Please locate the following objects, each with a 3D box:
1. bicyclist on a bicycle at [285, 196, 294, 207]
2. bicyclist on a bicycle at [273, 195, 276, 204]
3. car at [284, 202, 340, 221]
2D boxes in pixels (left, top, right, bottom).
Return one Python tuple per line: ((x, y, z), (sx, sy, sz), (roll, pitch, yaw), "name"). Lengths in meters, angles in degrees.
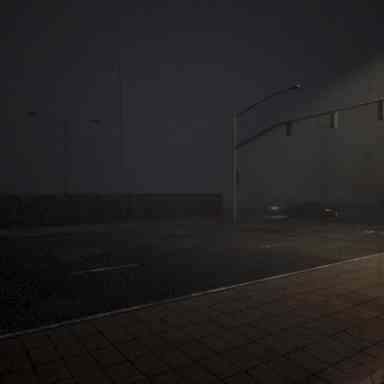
((14.378, 1.453, 49.104), (1.656, 1.620, 0.582), (0, 0, -22), "bicyclist on a bicycle")
((13.415, 1.300, 54.019), (0.582, 1.620, 1.656), (0, 0, 22), "bicyclist on a bicycle")
((9.865, 1.526, 27.654), (1.812, 1.442, 4.674), (0, 0, -36), "car")
